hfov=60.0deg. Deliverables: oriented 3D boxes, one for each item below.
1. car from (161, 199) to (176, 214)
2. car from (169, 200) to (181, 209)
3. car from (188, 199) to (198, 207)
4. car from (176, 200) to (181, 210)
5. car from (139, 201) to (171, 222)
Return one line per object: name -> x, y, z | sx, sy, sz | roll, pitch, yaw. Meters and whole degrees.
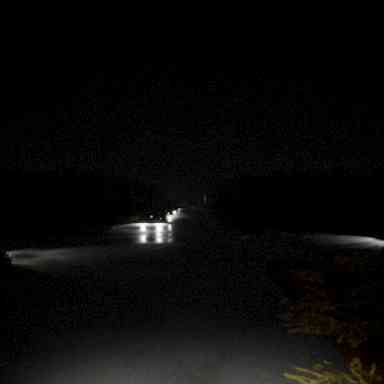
car -> -3.097, 1.705, 37.728 | 1.837, 1.490, 4.892 | 0, 0, 0
car -> -2.981, 2.129, 59.421 | 1.837, 1.490, 4.892 | 0, 0, 1
car -> 0.280, 2.294, 69.139 | 2.128, 1.511, 4.902 | 0, -1, 0
car -> -3.060, 1.829, 48.185 | 2.128, 1.511, 4.902 | 0, -1, 0
car -> -3.118, 1.737, 27.528 | 1.994, 1.385, 4.181 | 0, -1, 0
